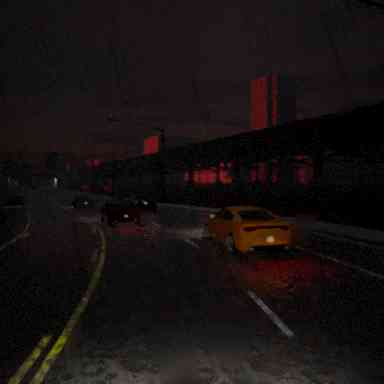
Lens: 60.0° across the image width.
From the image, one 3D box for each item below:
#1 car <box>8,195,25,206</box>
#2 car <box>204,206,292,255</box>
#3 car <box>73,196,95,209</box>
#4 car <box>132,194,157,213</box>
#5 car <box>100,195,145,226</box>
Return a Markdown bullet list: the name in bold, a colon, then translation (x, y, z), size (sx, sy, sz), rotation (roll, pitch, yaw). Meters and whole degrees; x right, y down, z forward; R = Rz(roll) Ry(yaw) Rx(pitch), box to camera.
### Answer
- **car**: translation (-24.331, 1.184, 46.223), size (2.033, 1.411, 5.357), rotation (-1, 1, -25)
- **car**: translation (1.855, 1.260, 12.531), size (1.882, 1.535, 5.008), rotation (-1, 1, -12)
- **car**: translation (-12.284, 1.144, 37.677), size (1.994, 1.385, 4.181), rotation (-1, 1, -26)
- **car**: translation (-4.795, 0.934, 30.035), size (2.097, 1.767, 4.553), rotation (-1, 1, -25)
- **car**: translation (-4.725, 1.202, 21.422), size (1.882, 1.535, 5.008), rotation (-1, 1, -22)
